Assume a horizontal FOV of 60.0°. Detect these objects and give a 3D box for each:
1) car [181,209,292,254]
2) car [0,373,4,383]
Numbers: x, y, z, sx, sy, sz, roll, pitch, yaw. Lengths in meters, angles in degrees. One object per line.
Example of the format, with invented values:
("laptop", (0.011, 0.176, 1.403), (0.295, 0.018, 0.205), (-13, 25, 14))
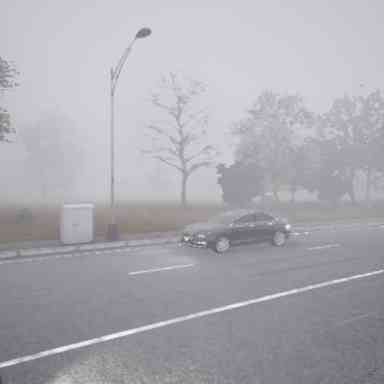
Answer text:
("car", (1.874, 1.478, 13.398), (4.892, 1.490, 1.837), (0, 0, -32))
("car", (-3.065, 1.553, 1.448), (4.181, 1.385, 1.994), (0, 0, -36))
